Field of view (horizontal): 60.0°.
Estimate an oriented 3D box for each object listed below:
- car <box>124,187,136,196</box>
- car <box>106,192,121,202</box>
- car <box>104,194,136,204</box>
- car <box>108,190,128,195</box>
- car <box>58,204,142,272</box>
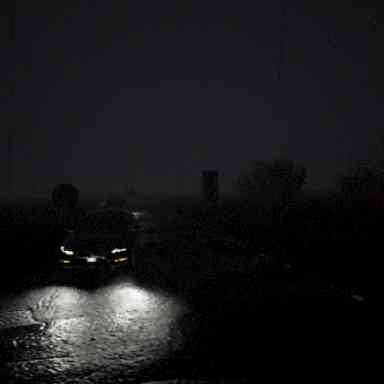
[{"bbox_3d":[-11.081,0.197,58.911,2.150,2.045,5.566,-1,1,-13],"label":"car"},{"bbox_3d":[-12.002,0.700,50.801,2.033,1.411,5.357,-1,1,-14],"label":"car"},{"bbox_3d":[-5.252,1.148,23.079,2.033,1.411,5.357,-1,1,-14],"label":"car"},{"bbox_3d":[-8.183,0.898,34.962,2.128,1.511,4.902,-1,1,-14],"label":"car"},{"bbox_3d":[-2.625,1.326,10.290,1.837,1.490,4.892,-1,1,-6],"label":"car"}]
